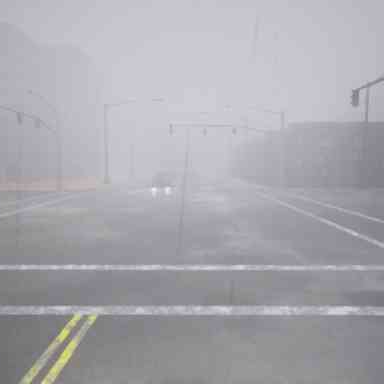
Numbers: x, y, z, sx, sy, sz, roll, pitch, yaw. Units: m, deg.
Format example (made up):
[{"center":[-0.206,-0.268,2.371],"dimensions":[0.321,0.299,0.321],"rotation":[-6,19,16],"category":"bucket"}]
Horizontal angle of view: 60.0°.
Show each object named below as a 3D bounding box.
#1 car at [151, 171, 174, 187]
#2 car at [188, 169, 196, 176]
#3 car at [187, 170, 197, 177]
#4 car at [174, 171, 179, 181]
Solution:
[{"center":[-3.608,-1.545,39.449],"dimensions":[2.097,1.767,4.553],"rotation":[0,5,0],"category":"car"},{"center":[-0.035,-4.765,80.983],"dimensions":[2.033,1.411,5.357],"rotation":[0,5,0],"category":"car"},{"center":[-0.031,-3.911,71.167],"dimensions":[1.994,1.385,4.181],"rotation":[0,5,0],"category":"car"},{"center":[-3.601,-2.511,54.055],"dimensions":[1.994,1.385,4.181],"rotation":[0,5,0],"category":"car"}]
